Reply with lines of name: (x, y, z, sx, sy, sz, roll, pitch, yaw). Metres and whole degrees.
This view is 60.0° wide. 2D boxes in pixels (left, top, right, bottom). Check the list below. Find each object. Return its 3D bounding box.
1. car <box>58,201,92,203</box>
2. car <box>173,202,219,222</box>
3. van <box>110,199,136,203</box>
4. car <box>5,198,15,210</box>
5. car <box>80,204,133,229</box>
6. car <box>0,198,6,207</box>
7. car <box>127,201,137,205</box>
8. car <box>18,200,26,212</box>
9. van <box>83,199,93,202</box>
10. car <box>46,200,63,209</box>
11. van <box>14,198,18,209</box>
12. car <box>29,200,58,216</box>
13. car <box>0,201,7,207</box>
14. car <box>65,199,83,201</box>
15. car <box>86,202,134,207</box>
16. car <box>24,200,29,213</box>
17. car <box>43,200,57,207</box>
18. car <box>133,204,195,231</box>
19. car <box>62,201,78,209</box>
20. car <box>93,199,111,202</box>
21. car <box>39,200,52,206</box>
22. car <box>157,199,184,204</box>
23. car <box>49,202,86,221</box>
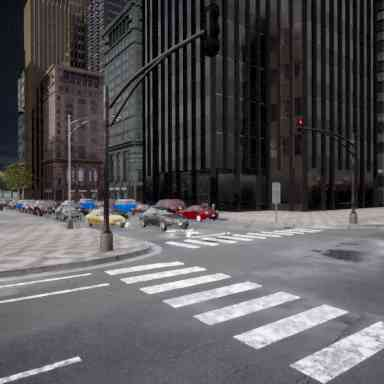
car: (-13.906, 2.081, 39.523, 2.033, 1.411, 5.357, 0, -1, -35)
car: (0.483, 1.828, 29.422, 1.887, 1.381, 4.507, -1, 0, -36)
van: (-8.372, 1.832, 41.856, 1.690, 1.788, 3.998, -1, 0, -36)
car: (-32.110, 2.354, 60.419, 1.967, 1.590, 4.097, -1, 0, -36)
car: (-6.367, 1.843, 24.340, 1.752, 1.417, 4.829, -1, 0, -36)
car: (-41.478, 2.667, 73.553, 1.887, 1.381, 4.507, -1, 0, -36)
car: (-5.416, 2.004, 37.711, 1.802, 1.307, 4.206, -1, 0, -36)
car: (-23.493, 2.157, 48.342, 1.967, 1.590, 4.097, -1, 0, -36)
van: (-17.220, 2.037, 54.290, 1.690, 1.788, 3.998, -1, 0, -36)
car: (-25.120, 2.316, 60.726, 1.882, 1.535, 5.008, 0, -1, -35)
van: (-26.333, 2.123, 52.320, 1.690, 1.788, 3.998, -1, 0, -36)
car: (-17.821, 1.901, 40.388, 2.192, 1.841, 5.009, -1, 0, -36)
car: (-44.599, 2.771, 77.930, 1.802, 1.307, 4.206, -1, 0, -36)
car: (-19.411, 2.060, 52.729, 2.097, 1.767, 4.553, 0, -1, -36)
car: (-7.738, 1.937, 30.862, 2.033, 1.411, 5.357, 0, -1, -36)
car: (-20.654, 2.196, 44.365, 1.887, 1.381, 4.507, -1, 0, -36)
car: (-31.921, 2.595, 74.838, 1.947, 1.339, 4.313, -1, 0, -36)
car: (-2.059, 1.782, 22.928, 1.812, 1.442, 4.674, 0, -1, -34)
car: (-22.858, 2.407, 62.134, 1.802, 1.307, 4.206, -1, 0, -36)
car: (-11.321, 1.875, 46.001, 2.192, 1.841, 5.009, -1, 0, -36)
car: (-34.944, 2.660, 79.074, 1.947, 1.339, 4.313, -1, 0, -36)
car: (-2.472, 1.668, 33.567, 2.192, 1.841, 5.009, -1, 0, -36)
car: (-12.140, 2.004, 32.433, 2.008, 1.369, 4.403, -1, 0, -36)
